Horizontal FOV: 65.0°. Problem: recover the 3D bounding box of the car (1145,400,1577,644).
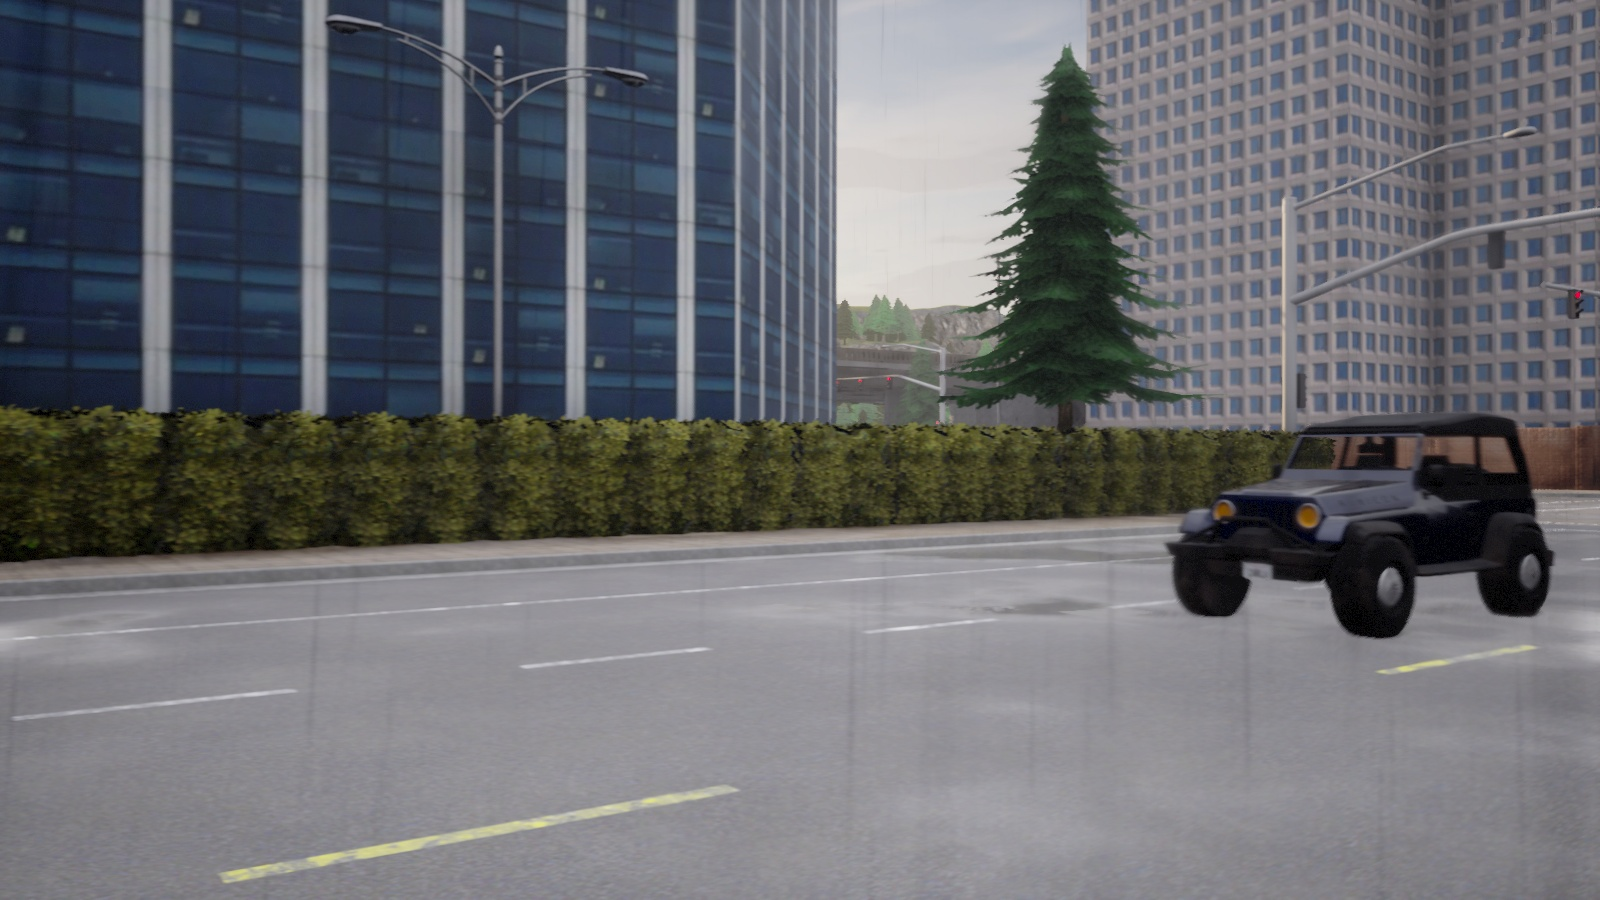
[{"bbox_3d":[5.221,0.558,11.558,3.866,1.878,1.905,0,0,-35],"label":"car"}]
